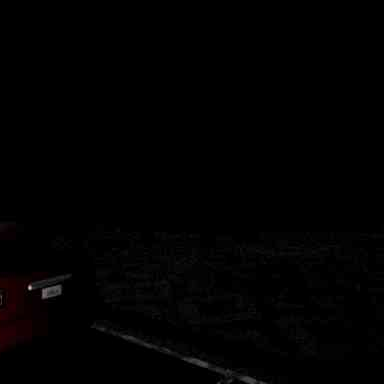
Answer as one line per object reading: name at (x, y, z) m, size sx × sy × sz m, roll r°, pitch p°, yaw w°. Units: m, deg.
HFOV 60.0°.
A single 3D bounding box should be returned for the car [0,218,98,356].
car at (-3.723, 1.373, 5.618) m, size 5.009 × 1.841 × 2.192 m, roll -1°, pitch 0°, yaw 36°
